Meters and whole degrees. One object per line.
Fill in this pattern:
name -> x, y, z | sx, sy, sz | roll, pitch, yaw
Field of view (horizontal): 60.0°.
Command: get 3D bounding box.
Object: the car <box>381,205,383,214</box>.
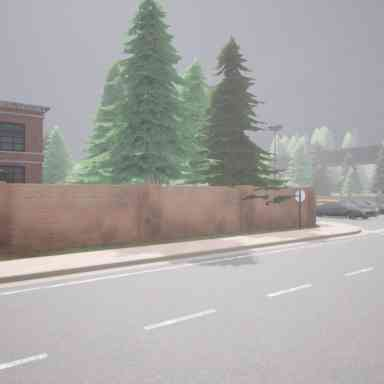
car -> 15.045, 1.491, 31.463 | 2.128, 1.511, 4.902 | 0, 0, -35

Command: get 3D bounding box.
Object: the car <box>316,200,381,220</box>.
car -> 12.669, 1.547, 28.321 | 2.033, 1.411, 5.357 | 0, 0, -32
